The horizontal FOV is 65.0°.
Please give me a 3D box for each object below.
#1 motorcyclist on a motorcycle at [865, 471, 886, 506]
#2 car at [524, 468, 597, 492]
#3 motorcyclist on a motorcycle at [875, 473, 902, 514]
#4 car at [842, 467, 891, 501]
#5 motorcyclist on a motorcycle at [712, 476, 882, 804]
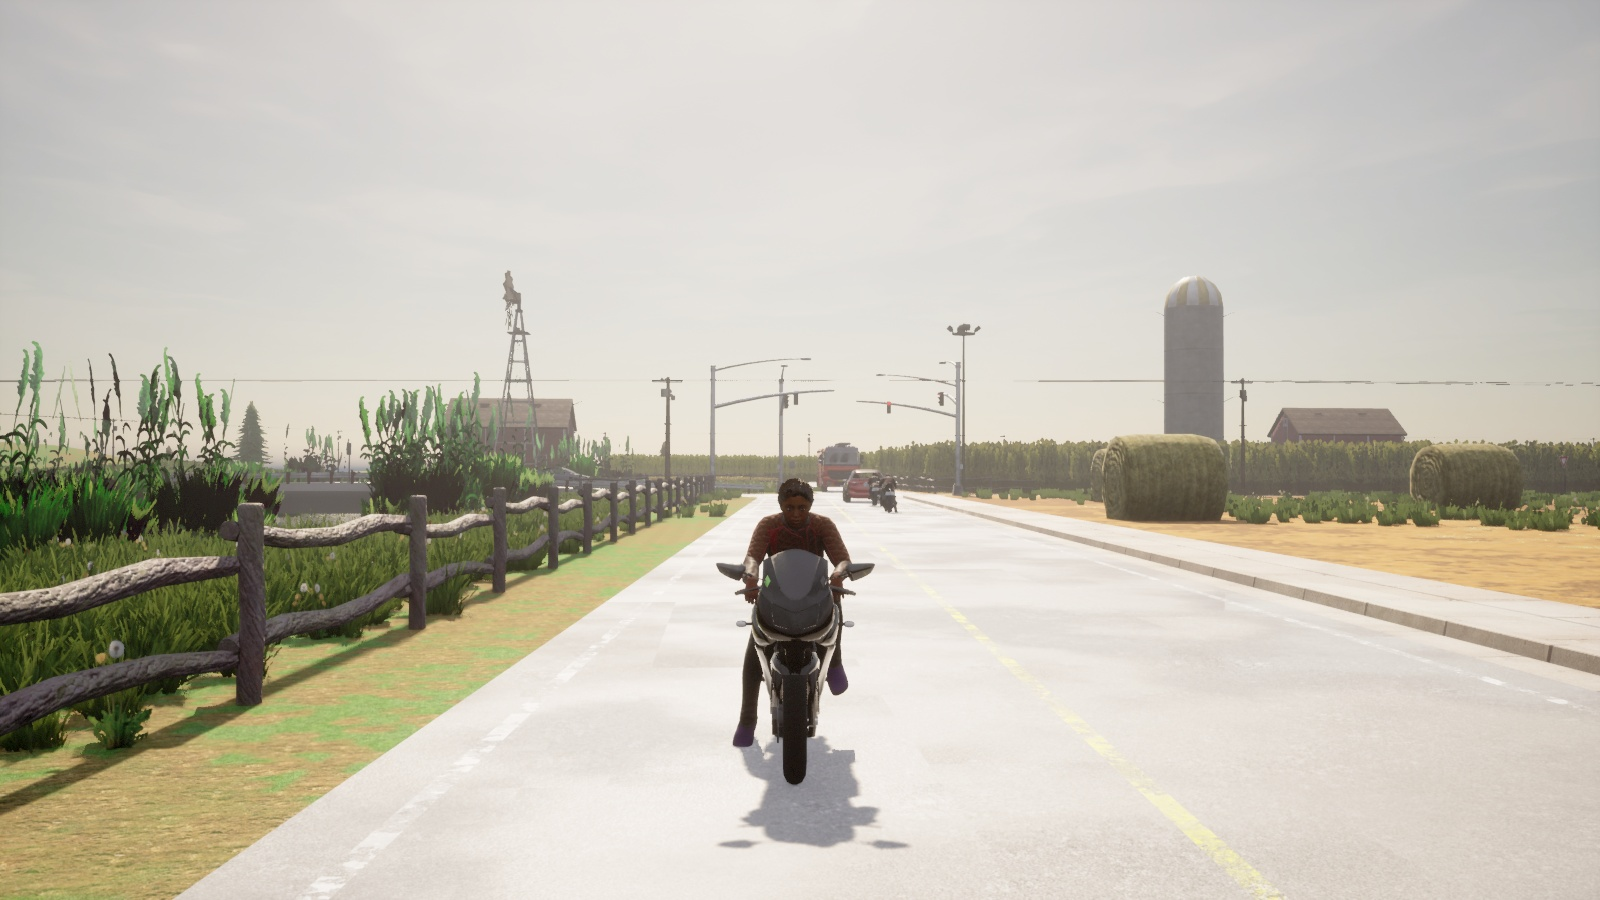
[{"bbox_3d":[3.357,1.726,56.252,0.797,1.523,2.044,0,-1,0],"label":"motorcyclist on a motorcycle"},{"bbox_3d":[-15.365,1.918,80.726,4.181,1.385,1.994,2,-1,3],"label":"car"},{"bbox_3d":[3.378,1.640,47.979,0.866,1.530,2.191,0,-1,0],"label":"motorcyclist on a motorcycle"},{"bbox_3d":[3.340,1.719,64.063,2.242,1.667,4.611,0,-1,0],"label":"car"},{"bbox_3d":[-0.018,0.913,6.928,0.797,1.523,2.044,0,-1,0],"label":"motorcyclist on a motorcycle"}]
